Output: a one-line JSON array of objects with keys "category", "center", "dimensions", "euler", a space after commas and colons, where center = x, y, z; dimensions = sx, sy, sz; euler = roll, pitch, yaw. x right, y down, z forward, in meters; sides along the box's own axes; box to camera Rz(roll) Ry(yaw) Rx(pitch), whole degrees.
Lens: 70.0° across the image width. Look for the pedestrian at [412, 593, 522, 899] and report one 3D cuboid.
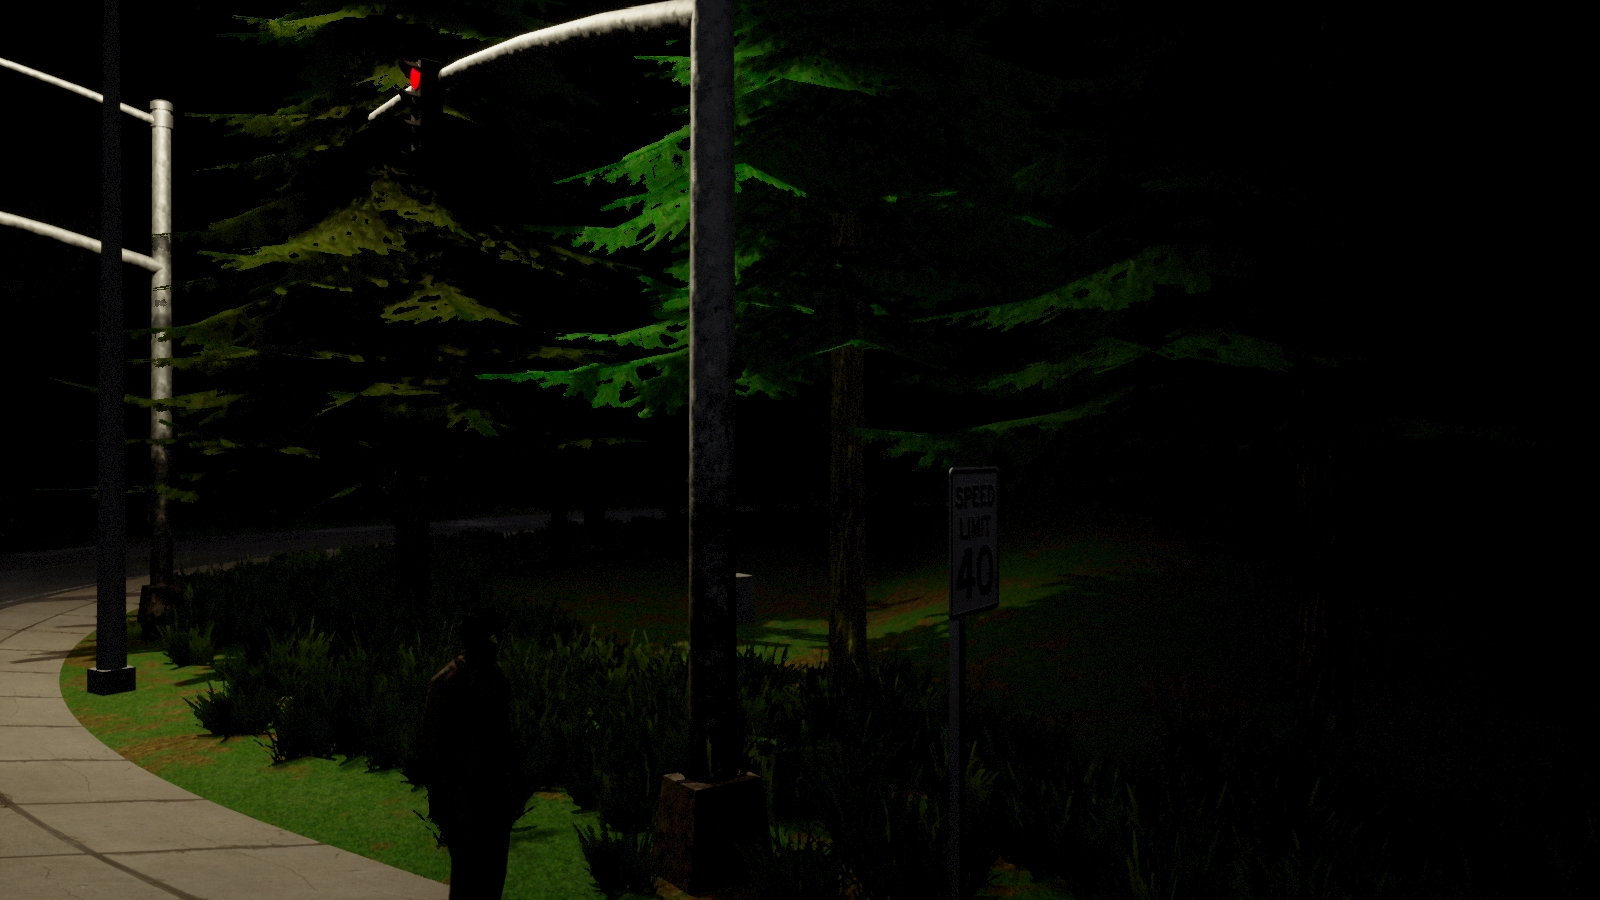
[{"category": "pedestrian", "center": [-1.645, 1.671, 5.652], "dimensions": [0.375, 1.860, 0.375], "euler": [0, 0, 36]}]
